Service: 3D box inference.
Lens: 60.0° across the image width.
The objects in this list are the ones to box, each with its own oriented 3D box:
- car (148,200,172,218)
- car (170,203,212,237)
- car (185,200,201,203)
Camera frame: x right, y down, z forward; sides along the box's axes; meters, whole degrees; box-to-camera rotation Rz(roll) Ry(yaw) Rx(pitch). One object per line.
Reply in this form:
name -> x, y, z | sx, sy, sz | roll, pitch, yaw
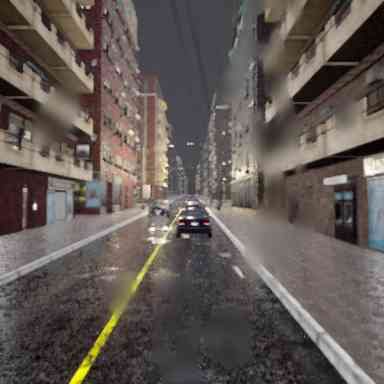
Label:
car -> -2.774, 1.497, 29.877 | 2.128, 1.511, 4.902 | 0, 0, 1
car -> 0.105, 1.554, 18.116 | 2.033, 1.411, 5.357 | 0, 0, 0
car -> 0.113, 1.566, 35.487 | 1.994, 1.385, 4.181 | 0, 0, 0
